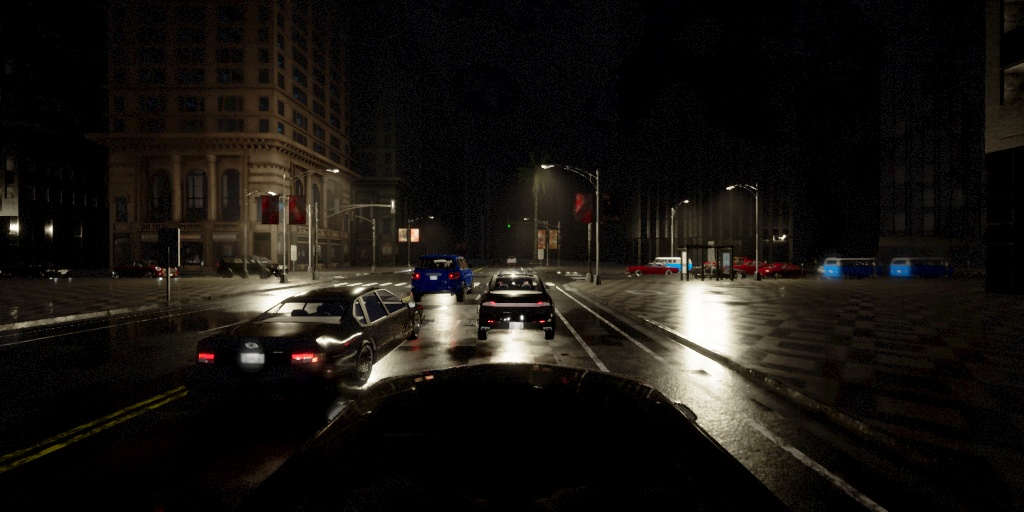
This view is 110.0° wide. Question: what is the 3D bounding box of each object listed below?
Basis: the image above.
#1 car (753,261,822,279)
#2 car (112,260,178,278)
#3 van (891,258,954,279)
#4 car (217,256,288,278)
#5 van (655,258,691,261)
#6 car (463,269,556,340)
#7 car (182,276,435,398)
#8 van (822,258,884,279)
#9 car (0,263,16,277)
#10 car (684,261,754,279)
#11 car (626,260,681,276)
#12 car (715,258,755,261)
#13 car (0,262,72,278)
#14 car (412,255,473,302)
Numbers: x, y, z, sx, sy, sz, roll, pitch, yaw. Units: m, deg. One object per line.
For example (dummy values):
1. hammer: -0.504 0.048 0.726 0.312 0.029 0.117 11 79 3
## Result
1. car: 22.732 1.326 29.814 4.207 1.307 1.802 0 0 0
2. car: -33.180 1.137 32.533 4.553 1.767 2.097 0 0 0
3. van: 34.087 1.079 29.825 3.998 1.789 1.690 0 0 0
4. car: -23.461 0.996 32.485 5.566 2.045 2.150 0 0 0
5. van: 17.045 1.065 38.334 3.998 1.789 1.690 0 0 0
6. car: 0.086 1.240 9.949 2.128 1.511 4.902 0 0 0
7. car: -3.150 1.297 6.882 2.033 1.411 5.357 0 0 0
8. van: 28.410 1.082 29.819 3.998 1.789 1.690 0 0 0
9. car: -53.236 1.403 35.816 4.718 1.301 1.895 0 0 1
10. car: 17.054 1.299 29.809 4.403 1.370 2.007 0 0 0
11. car: 13.875 1.334 35.667 4.718 1.301 1.895 0 0 2
12. car: 23.317 1.205 35.674 5.008 1.535 1.882 0 0 0
13. car: -43.163 1.289 32.581 4.902 1.511 2.128 0 0 0
14. car: -3.159 0.971 17.143 2.150 2.045 5.566 0 0 0
